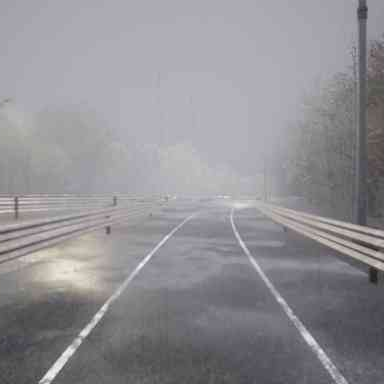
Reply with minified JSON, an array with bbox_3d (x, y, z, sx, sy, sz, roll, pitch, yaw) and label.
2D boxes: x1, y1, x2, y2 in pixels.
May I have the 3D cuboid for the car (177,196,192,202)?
[{"bbox_3d":[-1.714,1.548,74.966,2.033,1.411,5.357,0,-1,22],"label":"car"}]

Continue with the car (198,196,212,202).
[{"bbox_3d":[3.044,1.621,77.341,1.994,1.385,4.181,0,-1,22],"label":"car"}]

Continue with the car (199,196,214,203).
[{"bbox_3d":[3.026,1.532,68.021,1.812,1.442,4.674,1,0,22],"label":"car"}]

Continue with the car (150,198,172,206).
[{"bbox_3d":[-4.626,1.282,49.514,1.812,1.442,4.674,1,-1,23],"label":"car"}]
